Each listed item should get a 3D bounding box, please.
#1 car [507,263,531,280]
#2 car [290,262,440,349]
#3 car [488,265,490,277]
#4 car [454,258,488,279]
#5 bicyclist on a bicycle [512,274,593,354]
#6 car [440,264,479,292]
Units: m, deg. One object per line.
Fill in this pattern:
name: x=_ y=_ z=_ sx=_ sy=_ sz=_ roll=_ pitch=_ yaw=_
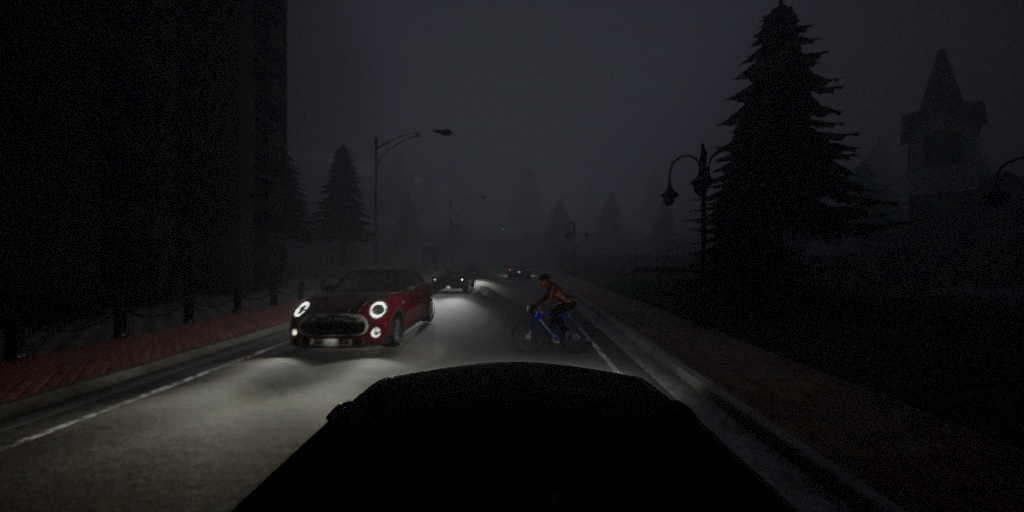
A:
car: x=0.616 y=1.258 z=31.055 sx=1.994 sy=1.385 sz=4.181 roll=0 pitch=0 yaw=1
car: x=-3.485 y=1.080 z=9.216 sx=2.097 sy=1.767 sz=4.553 roll=0 pitch=0 yaw=1
car: x=-3.015 y=1.177 z=31.726 sx=2.128 sy=1.511 sz=4.902 roll=0 pitch=0 yaw=2
car: x=-3.088 y=0.865 z=25.311 sx=1.994 sy=1.385 sz=4.181 roll=0 pitch=0 yaw=1
bicyclist on a bicycle: x=0.807 y=1.179 z=7.237 sx=1.656 sy=1.620 sz=0.582 roll=0 pitch=0 yaw=1
car: x=-3.265 y=1.307 z=20.857 sx=1.895 sy=1.301 sz=4.718 roll=0 pitch=0 yaw=1
